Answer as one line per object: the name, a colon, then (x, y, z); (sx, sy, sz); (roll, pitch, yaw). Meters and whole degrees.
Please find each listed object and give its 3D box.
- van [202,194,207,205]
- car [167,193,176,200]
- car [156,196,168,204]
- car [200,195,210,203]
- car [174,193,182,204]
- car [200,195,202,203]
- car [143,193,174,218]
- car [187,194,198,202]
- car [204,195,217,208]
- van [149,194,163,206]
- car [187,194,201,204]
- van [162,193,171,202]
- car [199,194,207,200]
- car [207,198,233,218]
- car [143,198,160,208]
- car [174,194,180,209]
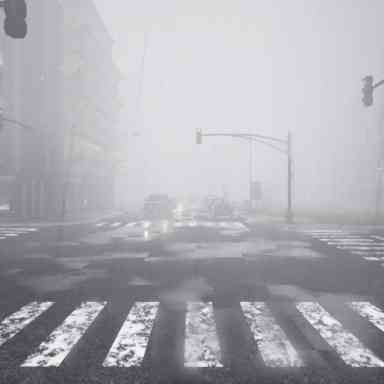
van: (2.684, 1.295, 46.889); (1.690, 1.788, 3.998); (-1, 0, 0)
car: (-5.624, 1.173, 92.032); (2.192, 1.841, 5.009); (-1, 0, 0)
car: (-5.646, 1.470, 63.800); (1.887, 1.381, 4.507); (-1, 0, 0)
car: (2.711, 1.353, 69.472); (1.967, 1.590, 4.097); (-1, 0, 0)
car: (-2.950, 1.472, 64.307); (2.033, 1.411, 5.357); (0, 0, 0)
car: (2.692, 1.490, 52.535); (1.887, 1.381, 4.507); (-1, 0, 0)
car: (-3.065, 1.198, 30.415); (2.150, 2.045, 5.566); (0, 0, 0)
car: (0.090, 1.264, 70.979); (2.097, 1.767, 4.553); (0, 0, 0)
car: (2.676, 1.410, 35.597); (1.967, 1.590, 4.097); (-1, 0, 0)
van: (-5.659, 1.286, 52.508); (1.690, 1.788, 3.998); (-1, 0, 0)
car: (0.154, 1.479, 60.352); (2.033, 1.411, 5.357); (0, 0, 0)
van: (-5.639, 1.242, 75.094); (1.690, 1.788, 3.998); (-1, 0, 0)
car: (2.756, 1.313, 86.409); (1.967, 1.590, 4.097); (-1, 0, 0)
car: (2.673, 1.522, 29.951); (1.887, 1.381, 4.507); (-1, 0, 0)
car: (-5.660, 1.520, 46.863); (1.947, 1.339, 4.313); (-1, 0, 0)
car: (-3.053, 1.435, 44.846); (1.882, 1.535, 5.008); (0, 0, 0)
